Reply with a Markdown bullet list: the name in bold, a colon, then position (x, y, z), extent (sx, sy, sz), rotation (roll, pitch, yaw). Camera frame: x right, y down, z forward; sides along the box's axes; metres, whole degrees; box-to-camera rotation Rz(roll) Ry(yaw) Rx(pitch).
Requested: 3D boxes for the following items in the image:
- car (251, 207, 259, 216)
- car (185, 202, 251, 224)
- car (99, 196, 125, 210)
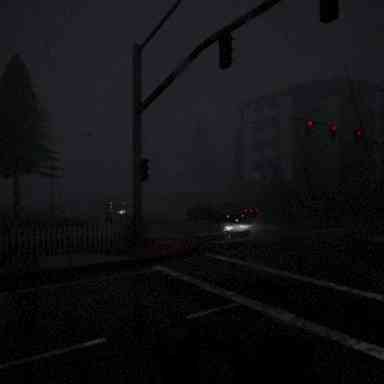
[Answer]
- **car**: position (3.360, 1.540, 28.856), extent (2.033, 1.411, 5.357), rotation (0, 0, -35)
- **car**: position (1.567, 1.542, 24.829), extent (2.033, 1.411, 5.357), rotation (0, 0, -34)
- **car**: position (-10.286, 1.345, 42.496), extent (2.097, 1.767, 4.553), rotation (0, 0, -34)
